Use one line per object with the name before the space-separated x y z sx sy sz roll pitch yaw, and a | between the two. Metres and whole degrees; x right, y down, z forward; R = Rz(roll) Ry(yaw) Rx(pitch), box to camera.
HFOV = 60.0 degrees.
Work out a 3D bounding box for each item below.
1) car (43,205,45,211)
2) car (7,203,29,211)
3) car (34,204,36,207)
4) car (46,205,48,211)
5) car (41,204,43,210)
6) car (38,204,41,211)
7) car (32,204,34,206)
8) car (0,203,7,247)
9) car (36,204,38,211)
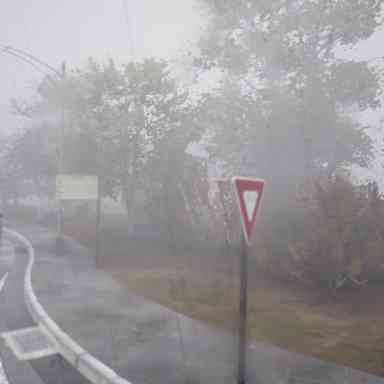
car | -37.308 3.959 76.810 4.674 1.452 2.002 1 -4 -17
car | -30.734 2.595 55.819 4.892 1.521 2.231 1 -4 -17
car | -33.167 3.146 63.693 4.792 1.488 2.163 1 -4 -17
car | -38.928 4.245 82.069 4.792 1.488 2.163 1 -3 -17
car | -36.490 3.805 74.185 4.674 1.452 2.002 1 -4 -17
car | -35.692 3.484 71.556 4.553 1.767 2.185 1 -4 -17
car | -32.367 2.945 61.068 4.892 1.521 2.231 1 -4 -17
car | -8.534 1.405 12.538 2.150 2.045 5.566 2 0 -26
car | -34.196 3.276 66.260 5.366 1.575 1.946 1 -4 -17
